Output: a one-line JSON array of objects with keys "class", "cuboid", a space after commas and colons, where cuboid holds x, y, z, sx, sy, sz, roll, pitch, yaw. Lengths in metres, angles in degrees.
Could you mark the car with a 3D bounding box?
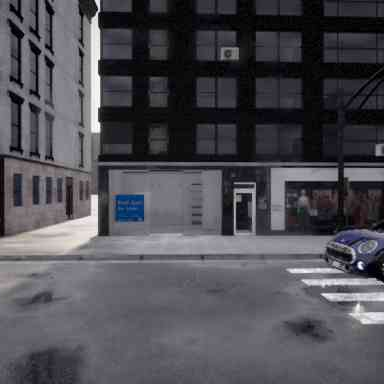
[{"class": "car", "cuboid": [6.120, 1.360, 9.195, 4.553, 1.767, 2.097, 0, 0, -6]}]
